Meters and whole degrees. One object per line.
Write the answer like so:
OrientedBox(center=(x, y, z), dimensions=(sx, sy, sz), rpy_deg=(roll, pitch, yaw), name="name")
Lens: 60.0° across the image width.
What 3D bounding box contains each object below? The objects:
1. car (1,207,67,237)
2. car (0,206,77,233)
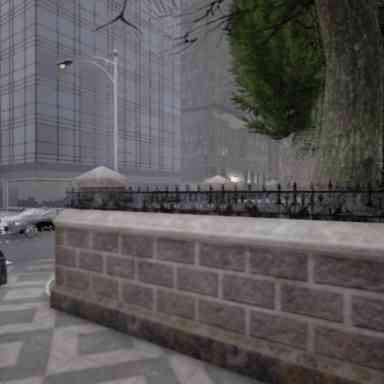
OrientedBox(center=(-8.205, 1.608, 18.979), dimensions=(2.128, 1.511, 4.902), rpy_deg=(0, 0, 36), name="car")
OrientedBox(center=(-9.854, 1.680, 21.253), dimensions=(2.008, 1.369, 4.403), rpy_deg=(-1, -1, 36), name="car")
